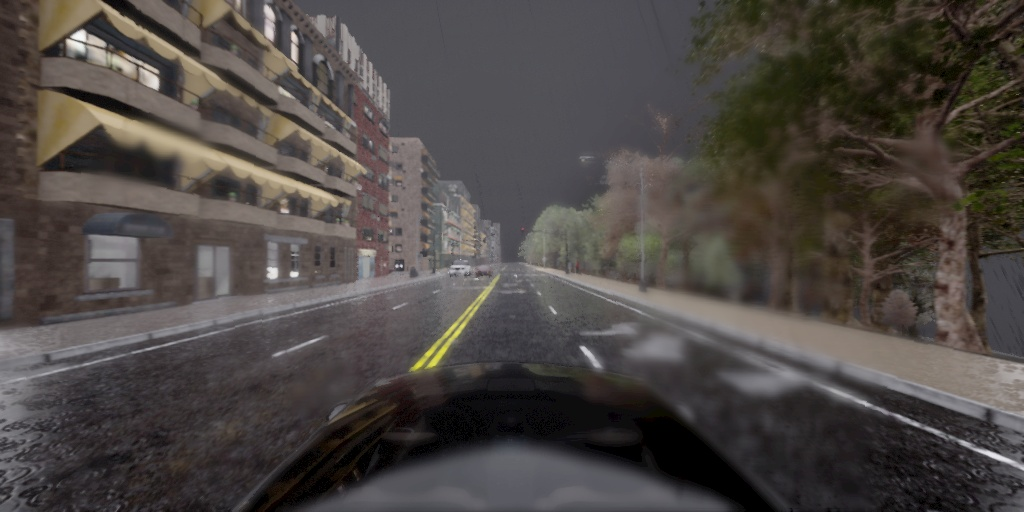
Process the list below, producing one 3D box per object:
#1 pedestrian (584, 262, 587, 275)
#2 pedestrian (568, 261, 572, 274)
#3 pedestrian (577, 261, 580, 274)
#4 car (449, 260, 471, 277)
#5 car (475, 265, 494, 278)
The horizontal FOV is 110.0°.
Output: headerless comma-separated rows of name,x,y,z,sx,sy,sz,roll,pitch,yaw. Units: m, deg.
pedestrian,10.033,1.713,49.279,0.375,1.860,0.375,0,-1,0
pedestrian,8.033,1.534,49.882,0.375,1.860,0.375,0,-1,0
pedestrian,9.032,1.517,48.682,0.375,1.860,0.375,0,-1,0
car,-6.510,1.556,45.400,2.150,2.045,5.566,0,-1,1
car,-3.282,1.782,43.296,1.882,1.535,5.008,0,-1,1
